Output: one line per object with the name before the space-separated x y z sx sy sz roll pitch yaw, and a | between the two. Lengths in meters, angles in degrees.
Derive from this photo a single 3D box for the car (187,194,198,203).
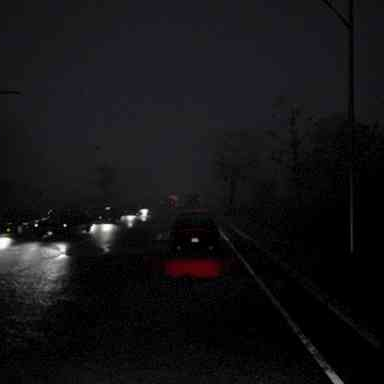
car | 0.039 1.114 60.540 1.895 1.301 4.718 0 2 0

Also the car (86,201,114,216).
car | -10.564 1.869 38.434 1.994 1.385 4.181 0 1 0

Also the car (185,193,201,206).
car | 0.131 1.189 49.874 2.150 2.045 5.566 0 2 0

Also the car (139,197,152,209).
car | -7.007 1.524 48.370 2.128 1.511 4.902 0 2 1

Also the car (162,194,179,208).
car | -3.468 1.520 49.764 2.033 1.411 5.357 0 2 0

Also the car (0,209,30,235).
car | -10.586 1.744 19.882 1.994 1.385 4.181 0 0 0

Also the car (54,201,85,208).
car | -10.579 1.610 28.485 2.097 1.767 4.553 0 -1 0

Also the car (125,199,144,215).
car | -7.066 1.875 37.625 1.994 1.385 4.181 0 0 0

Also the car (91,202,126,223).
car | -7.090 1.815 27.651 1.994 1.385 4.181 0 -1 -1

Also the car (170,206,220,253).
car | 0.107 1.609 14.461 1.882 1.535 5.008 0 -1 0

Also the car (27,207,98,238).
car | -7.089 1.772 18.840 1.895 1.301 4.718 0 -1 0
